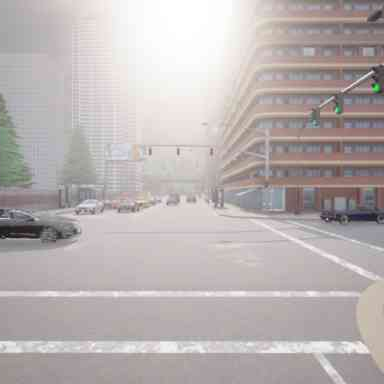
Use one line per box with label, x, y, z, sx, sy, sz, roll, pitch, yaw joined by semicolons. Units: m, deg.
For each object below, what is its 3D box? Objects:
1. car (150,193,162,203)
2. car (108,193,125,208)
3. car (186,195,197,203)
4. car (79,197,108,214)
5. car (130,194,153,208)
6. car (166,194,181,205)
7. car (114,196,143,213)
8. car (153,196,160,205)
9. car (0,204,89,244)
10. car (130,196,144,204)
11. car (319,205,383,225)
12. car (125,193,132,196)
car;-7.132;1.514;66.812;1.812;1.442;4.674;0;0;0
car;-10.669;1.344;43.879;2.097;1.767;4.553;0;0;0
car;-0.112;1.339;69.683;2.097;1.767;4.553;0;0;0
car;-10.655;1.520;34.933;1.812;1.442;4.674;0;0;2
car;-7.173;1.470;47.109;1.882;1.535;5.008;0;0;0
car;-3.493;1.537;58.193;2.033;1.411;5.357;0;0;0
car;-7.145;1.519;37.770;1.812;1.442;4.674;0;0;0
car;-7.175;1.482;56.588;2.128;1.511;4.902;0;0;0
car;-7.550;1.477;14.981;4.902;1.511;2.128;0;0;-1
car;-10.645;1.494;64.264;1.837;1.490;4.892;0;0;0
car;11.385;1.541;23.200;4.718;1.301;1.895;0;0;-13
car;-10.680;1.214;53.841;2.150;2.045;5.566;0;0;0
